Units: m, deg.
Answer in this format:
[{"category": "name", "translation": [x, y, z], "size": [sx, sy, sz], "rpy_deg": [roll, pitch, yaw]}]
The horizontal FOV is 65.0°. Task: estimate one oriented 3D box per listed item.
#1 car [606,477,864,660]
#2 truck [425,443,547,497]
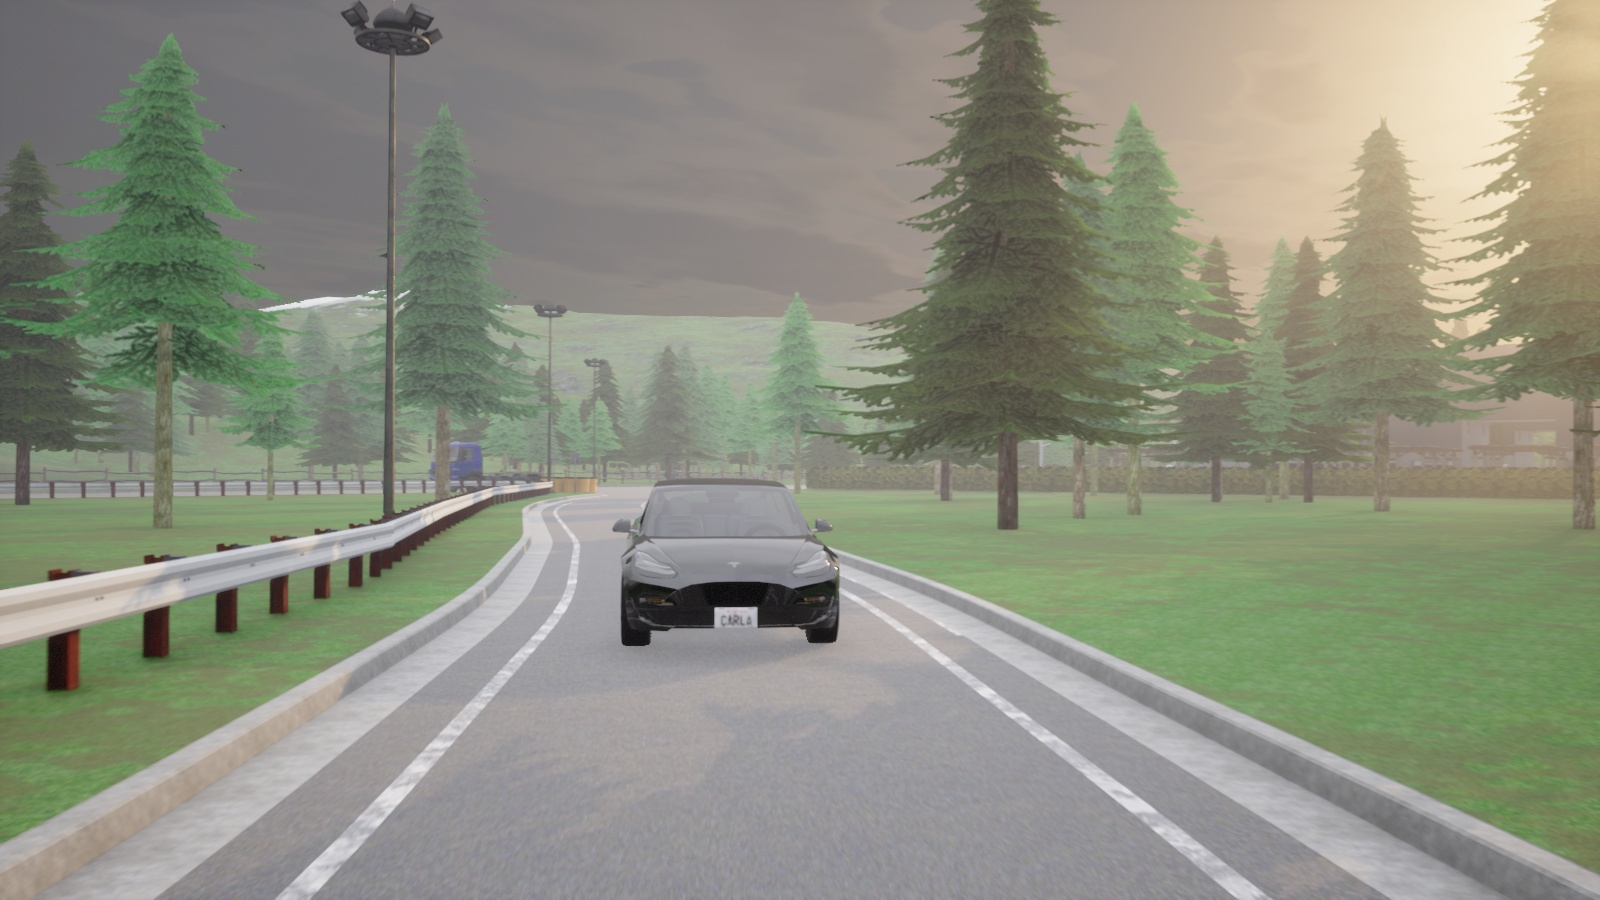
[{"category": "car", "translation": [-0.823, 1.035, 12.912], "size": [2.163, 1.488, 4.792], "rpy_deg": [0, -1, -7]}, {"category": "truck", "translation": [-21.108, 1.352, 84.856], "size": [2.891, 3.462, 7.936], "rpy_deg": [-1, -1, 37]}]
